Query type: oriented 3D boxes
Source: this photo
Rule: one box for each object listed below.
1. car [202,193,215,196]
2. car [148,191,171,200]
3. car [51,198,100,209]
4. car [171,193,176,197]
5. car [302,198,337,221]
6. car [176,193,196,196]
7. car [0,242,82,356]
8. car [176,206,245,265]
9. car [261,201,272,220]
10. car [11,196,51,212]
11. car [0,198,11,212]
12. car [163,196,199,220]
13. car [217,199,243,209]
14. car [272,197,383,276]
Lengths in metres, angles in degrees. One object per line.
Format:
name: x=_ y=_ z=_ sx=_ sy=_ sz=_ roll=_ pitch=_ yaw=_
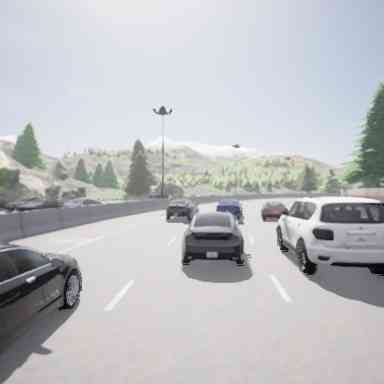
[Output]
car: x=3.413 y=1.037 z=69.618 sx=2.128 sy=1.511 sz=4.902 roll=0 pitch=0 yaw=26
car: x=-7.341 y=0.716 z=71.640 sx=2.150 sy=2.045 sz=5.566 roll=0 pitch=0 yaw=26
car: x=-10.525 y=1.310 z=31.443 sx=2.033 sy=1.411 sz=5.357 roll=0 pitch=0 yaw=13
car: x=-2.926 y=0.946 z=72.592 sx=1.882 sy=1.535 sz=5.008 roll=0 pitch=0 yaw=26
car: x=10.207 y=1.322 z=26.914 sx=1.882 sy=1.535 sz=5.008 roll=0 pitch=0 yaw=12
car: x=-0.799 y=0.999 z=69.064 sx=1.882 sy=1.535 sz=5.008 roll=0 pitch=0 yaw=26
car: x=-3.192 y=1.466 z=4.790 sx=1.837 sy=1.490 sz=4.892 roll=0 pitch=1 yaw=2
car: x=0.741 y=1.430 z=11.367 sx=1.837 sy=1.490 sz=4.892 roll=0 pitch=0 yaw=5
car: x=6.473 y=1.405 z=26.140 sx=1.994 sy=1.385 sz=4.181 roll=0 pitch=0 yaw=12
car: x=-14.091 y=1.302 z=31.479 sx=2.033 sy=1.411 sz=5.357 roll=0 pitch=0 yaw=12
car: x=-16.959 y=1.232 z=34.470 sx=1.837 sy=1.490 sz=4.892 roll=0 pitch=0 yaw=13
car: x=-0.689 y=1.329 z=26.008 sx=1.837 sy=1.490 sz=4.892 roll=0 pitch=0 yaw=11
car: x=3.127 y=1.303 z=27.259 sx=1.882 sy=1.535 sz=5.008 roll=0 pitch=0 yaw=12
car: x=4.138 y=1.162 z=10.389 sx=2.150 sy=2.045 sz=5.566 roll=0 pitch=0 yaw=5
